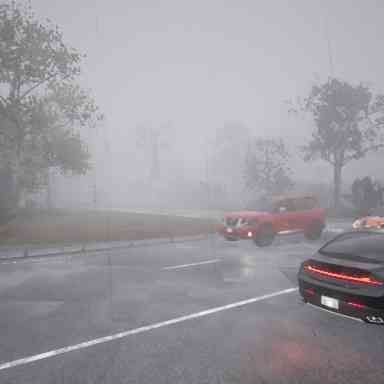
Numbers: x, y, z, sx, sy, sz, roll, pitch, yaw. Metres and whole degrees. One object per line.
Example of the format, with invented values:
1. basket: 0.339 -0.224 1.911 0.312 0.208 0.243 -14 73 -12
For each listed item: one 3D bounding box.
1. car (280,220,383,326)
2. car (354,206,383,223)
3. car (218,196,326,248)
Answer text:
1. car: 4.172 1.505 6.694 4.892 1.490 1.837 0 0 -35
2. car: 9.022 1.352 14.656 4.553 1.767 2.097 0 0 -35
3. car: 3.804 1.221 15.258 5.566 2.045 2.150 0 0 -35
